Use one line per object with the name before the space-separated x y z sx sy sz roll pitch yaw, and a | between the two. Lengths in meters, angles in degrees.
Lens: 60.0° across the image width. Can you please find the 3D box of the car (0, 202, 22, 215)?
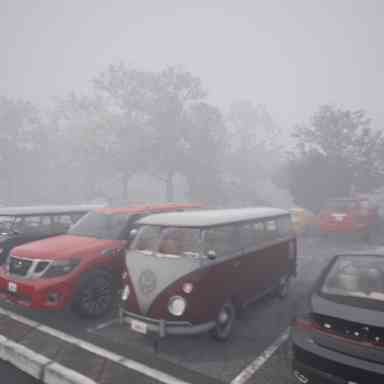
car | -23.332 1.952 39.949 2.163 1.488 4.792 -1 0 36

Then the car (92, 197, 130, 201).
car | -7.529 1.499 28.535 2.435 2.045 5.566 -1 0 36

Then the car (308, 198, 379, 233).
car | 8.238 1.309 17.286 2.435 2.045 5.566 -1 0 36

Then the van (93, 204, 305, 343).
van | 0.531 1.336 6.539 1.878 1.987 4.442 -1 0 36

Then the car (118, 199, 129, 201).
car | -2.969 1.572 25.335 2.185 1.767 4.553 -1 0 36

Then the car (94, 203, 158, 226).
car | -5.245 1.726 26.938 2.231 1.521 4.892 -1 0 36

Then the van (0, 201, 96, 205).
van | -3.889 1.391 9.712 1.878 1.987 4.442 -1 0 36

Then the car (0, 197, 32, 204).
car | -18.842 1.750 36.652 2.185 1.767 4.553 -1 0 36

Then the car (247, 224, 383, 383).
car | 2.959 1.533 4.932 2.231 1.521 4.892 -1 0 36

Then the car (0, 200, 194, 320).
car | -1.577 1.337 8.161 2.435 2.045 5.566 -1 0 36

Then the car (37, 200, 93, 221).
car | -12.056 1.677 31.780 2.185 1.767 4.553 -1 0 36

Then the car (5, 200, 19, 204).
car | -16.559 1.891 35.055 2.002 1.452 4.674 -1 0 36

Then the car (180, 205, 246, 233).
car | 1.520 1.672 22.037 2.163 1.488 4.792 -1 0 36

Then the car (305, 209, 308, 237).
car | 6.069 1.585 19.036 1.946 1.575 5.366 -1 0 36

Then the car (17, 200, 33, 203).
car | -14.302 1.827 33.425 2.097 1.535 5.008 -1 0 36

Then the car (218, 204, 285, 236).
car | 3.804 1.615 20.441 2.097 1.535 5.008 -1 0 36
